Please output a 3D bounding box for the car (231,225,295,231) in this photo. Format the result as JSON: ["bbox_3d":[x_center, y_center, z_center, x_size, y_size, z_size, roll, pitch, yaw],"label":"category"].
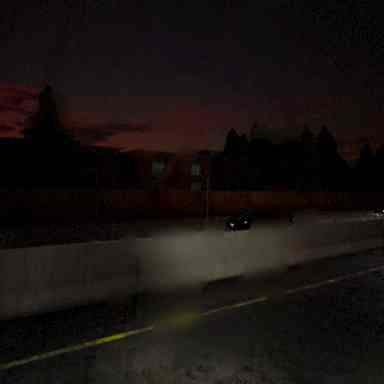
[{"bbox_3d":[4.190,1.597,19.898,4.892,1.490,1.837,1,0,-36],"label":"car"}]
